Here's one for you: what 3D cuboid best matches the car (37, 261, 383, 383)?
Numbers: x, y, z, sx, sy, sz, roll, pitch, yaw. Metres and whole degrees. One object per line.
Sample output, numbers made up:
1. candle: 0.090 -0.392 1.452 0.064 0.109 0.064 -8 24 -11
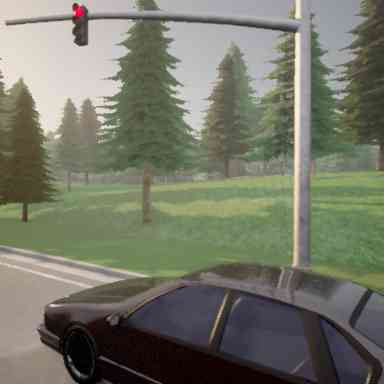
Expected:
1. car: 0.561 1.537 3.592 5.357 1.411 2.033 0 0 36
